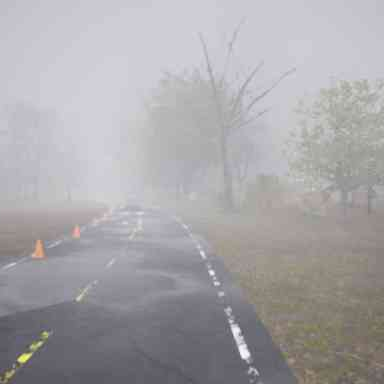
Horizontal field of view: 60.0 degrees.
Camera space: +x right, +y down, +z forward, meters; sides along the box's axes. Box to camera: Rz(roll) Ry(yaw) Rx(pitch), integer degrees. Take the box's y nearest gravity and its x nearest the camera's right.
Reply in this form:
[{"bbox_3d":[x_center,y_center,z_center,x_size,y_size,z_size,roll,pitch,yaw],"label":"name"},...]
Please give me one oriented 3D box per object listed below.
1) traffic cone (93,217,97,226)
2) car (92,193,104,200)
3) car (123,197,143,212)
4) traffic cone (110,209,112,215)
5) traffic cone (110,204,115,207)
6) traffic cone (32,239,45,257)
[{"bbox_3d":[-6.212,1.902,21.336,0.340,0.580,0.340,0,0,-7],"label":"traffic cone"},{"bbox_3d":[-24.970,1.113,88.031,2.097,1.767,4.553,0,0,-33],"label":"car"},{"bbox_3d":[-6.617,1.400,37.328,1.837,1.490,4.892,0,0,-12],"label":"car"},{"bbox_3d":[-7.628,1.873,31.093,0.340,0.580,0.340,0,0,-10],"label":"traffic cone"},{"bbox_3d":[-8.524,1.859,35.941,0.340,0.580,0.340,0,0,-11],"label":"traffic cone"},{"bbox_3d":[-5.302,1.932,11.519,0.340,0.580,0.340,0,0,-4],"label":"traffic cone"}]
